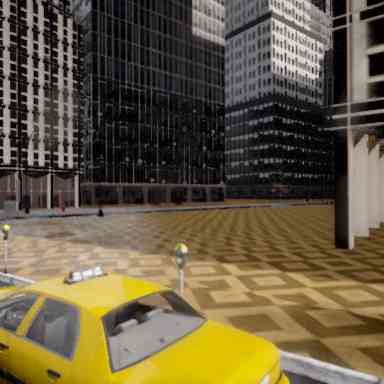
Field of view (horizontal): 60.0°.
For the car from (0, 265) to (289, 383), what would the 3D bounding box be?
[{"bbox_3d":[-1.403,1.538,3.878,4.829,1.417,1.752,0,0,36],"label":"car"}]
